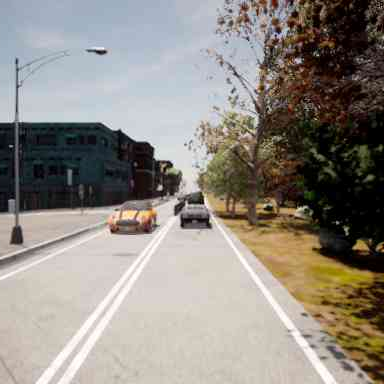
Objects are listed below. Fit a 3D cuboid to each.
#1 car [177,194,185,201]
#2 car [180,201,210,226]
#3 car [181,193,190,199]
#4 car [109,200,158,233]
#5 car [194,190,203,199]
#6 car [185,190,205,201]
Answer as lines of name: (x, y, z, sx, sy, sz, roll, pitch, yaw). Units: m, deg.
car: (-2.095, 1.082, 68.719, 2.033, 1.411, 5.357, 0, 1, 2)
car: (0.202, 1.505, 22.553, 1.895, 1.301, 4.718, 0, 0, 1)
car: (-1.585, 0.955, 84.500, 1.895, 1.301, 4.718, 0, 1, 2)
car: (-3.238, 1.270, 19.056, 2.097, 1.767, 4.553, 0, 0, 1)
car: (1.540, 0.638, 80.476, 2.150, 2.045, 5.566, 0, 1, 2)
car: (0.534, 0.997, 43.079, 2.150, 2.045, 5.566, 0, 0, 1)
